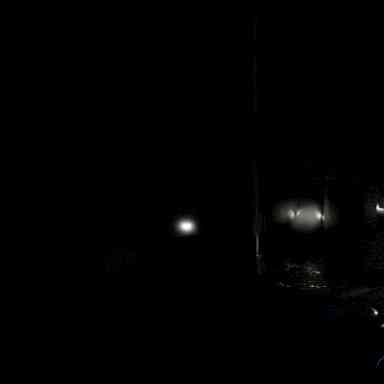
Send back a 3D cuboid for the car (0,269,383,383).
[{"bbox_3d":[0.210,1.561,3.219,4.181,1.385,1.994,0,0,-36],"label":"car"}]
